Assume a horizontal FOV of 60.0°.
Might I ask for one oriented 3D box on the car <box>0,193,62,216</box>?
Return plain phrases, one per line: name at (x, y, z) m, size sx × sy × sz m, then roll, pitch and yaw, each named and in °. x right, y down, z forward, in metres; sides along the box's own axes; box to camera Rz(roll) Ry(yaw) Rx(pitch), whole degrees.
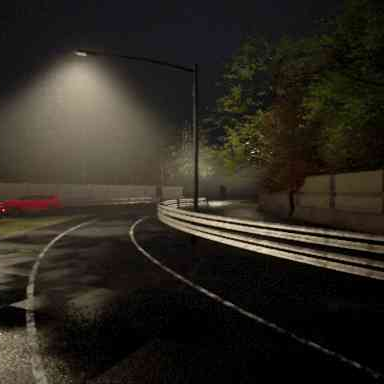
car at (-15.471, 1.159, 31.986) m, size 5.566 × 2.045 × 2.150 m, roll 0°, pitch 0°, yaw -43°
